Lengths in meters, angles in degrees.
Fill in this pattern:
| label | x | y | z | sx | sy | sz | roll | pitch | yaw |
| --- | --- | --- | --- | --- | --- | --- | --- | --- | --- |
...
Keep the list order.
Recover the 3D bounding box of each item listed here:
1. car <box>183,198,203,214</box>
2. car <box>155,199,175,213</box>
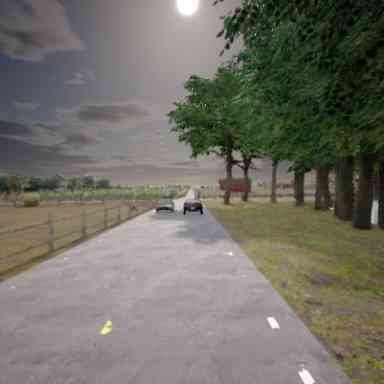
| label | x | y | z | sx | sy | sz | roll | pitch | yaw |
| --- | --- | --- | --- | --- | --- | --- | --- | --- | --- |
| car | 0.103 | 1.359 | 33.766 | 1.882 | 1.535 | 5.008 | 0 | 0 | 0 |
| car | -2.744 | 1.427 | 35.262 | 2.033 | 1.411 | 5.357 | 0 | 0 | 0 |
